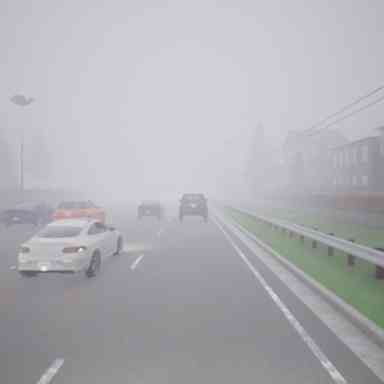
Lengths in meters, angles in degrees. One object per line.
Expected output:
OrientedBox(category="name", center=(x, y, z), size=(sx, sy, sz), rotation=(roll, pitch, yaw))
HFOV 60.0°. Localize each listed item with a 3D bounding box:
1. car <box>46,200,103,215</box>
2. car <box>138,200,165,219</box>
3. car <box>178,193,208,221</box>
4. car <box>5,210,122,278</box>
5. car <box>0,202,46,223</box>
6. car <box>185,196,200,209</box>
OrientedBox(category="car", center=(-6.895, 1.288, 20.672), size=(2.097, 1.767, 4.553), rotation=(0, 0, 0))
OrientedBox(category="car", center=(-3.390, 1.390, 28.356), size=(1.882, 1.535, 5.008), rotation=(0, 0, 0))
OrientedBox(category="car", center=(0.108, 1.136, 26.245), size=(2.150, 2.045, 5.566), rotation=(0, 0, 0))
OrientedBox(category="car", center=(-3.396, 1.495, 9.951), size=(1.812, 1.442, 4.674), rotation=(0, 0, 0))
OrientedBox(category="car", center=(-10.392, 1.410, 22.095), size=(1.882, 1.535, 5.008), rotation=(0, 0, 0))
OrientedBox(category="car", center=(0.093, 1.368, 44.831), size=(1.837, 1.490, 4.892), rotation=(0, 1, 0))
